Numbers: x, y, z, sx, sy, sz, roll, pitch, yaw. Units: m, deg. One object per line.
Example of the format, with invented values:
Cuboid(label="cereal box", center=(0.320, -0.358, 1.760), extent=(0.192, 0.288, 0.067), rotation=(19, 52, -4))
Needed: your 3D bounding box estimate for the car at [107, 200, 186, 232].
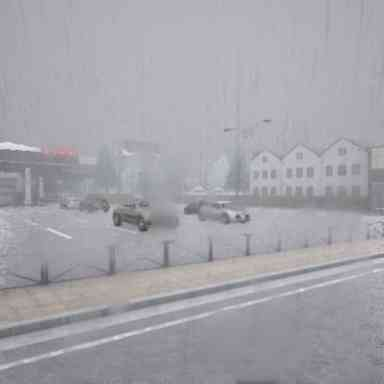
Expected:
Cuboid(label="car", center=(-2.808, 1.267, 19.268), extent=(2.152, 1.636, 5.027), rotation=(1, 0, -36))

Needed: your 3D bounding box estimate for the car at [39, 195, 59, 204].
Cuboid(label="car", center=(-31.558, 1.670, 71.544), extent=(4.611, 1.667, 2.242), rotation=(1, 0, -36))

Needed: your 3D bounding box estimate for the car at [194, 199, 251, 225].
Cuboid(label="car", center=(2.226, 1.417, 23.258), extent=(1.970, 1.475, 3.806), rotation=(1, 0, -36))

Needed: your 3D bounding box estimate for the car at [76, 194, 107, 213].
Cuboid(label="car", center=(-10.352, 1.246, 35.241), extent=(1.932, 1.855, 4.605), rotation=(1, 0, -36))

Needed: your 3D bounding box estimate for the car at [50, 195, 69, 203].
Cuboid(label="car", center=(-31.315, 1.552, 78.673), extent=(3.866, 1.878, 1.905), rotation=(1, 0, -36))

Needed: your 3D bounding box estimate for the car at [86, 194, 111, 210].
Cuboid(label="car", center=(-12.247, 1.262, 43.554), extent=(1.905, 1.878, 3.866), rotation=(1, 0, -36))

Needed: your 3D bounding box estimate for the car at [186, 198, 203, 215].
Cuboid(label="car", center=(1.112, 1.524, 31.123), extent=(2.007, 1.523, 4.514), rotation=(1, 0, -36))

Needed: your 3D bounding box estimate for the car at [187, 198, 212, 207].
Cuboid(label="car", center=(1.216, 1.754, 57.623), extent=(1.837, 1.490, 4.892), rotation=(1, 0, -35))

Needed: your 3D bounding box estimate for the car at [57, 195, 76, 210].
Cuboid(label="car", center=(-15.311, 1.509, 42.119), extent=(1.970, 1.475, 3.806), rotation=(1, 0, -36))
